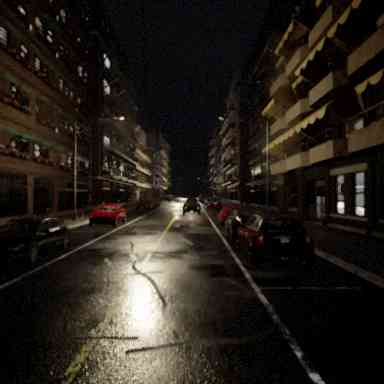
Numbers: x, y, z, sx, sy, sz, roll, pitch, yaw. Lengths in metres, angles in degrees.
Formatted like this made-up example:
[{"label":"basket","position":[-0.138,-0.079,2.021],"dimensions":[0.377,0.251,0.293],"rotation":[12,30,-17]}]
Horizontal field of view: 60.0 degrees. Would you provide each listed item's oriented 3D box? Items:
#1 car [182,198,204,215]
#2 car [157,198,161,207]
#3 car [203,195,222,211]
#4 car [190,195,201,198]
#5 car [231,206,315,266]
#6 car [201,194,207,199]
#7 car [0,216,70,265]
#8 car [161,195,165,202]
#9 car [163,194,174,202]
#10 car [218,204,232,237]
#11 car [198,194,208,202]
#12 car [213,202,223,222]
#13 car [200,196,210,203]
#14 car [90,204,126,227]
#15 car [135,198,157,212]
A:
[{"label":"car","position":[-0.012,1.612,34.502],"dimensions":[1.895,1.301,4.718],"rotation":[0,0,0]},{"label":"car","position":[-5.700,1.540,45.419],"dimensions":[1.752,1.417,4.829],"rotation":[1,0,0]},{"label":"car","position":[2.684,1.454,39.892],"dimensions":[1.967,1.590,4.097],"rotation":[1,0,0]},{"label":"car","position":[0.012,1.523,47.331],"dimensions":[1.837,1.490,4.892],"rotation":[0,1,1]},{"label":"car","position":[2.698,1.443,11.583],"dimensions":[1.967,1.590,4.097],"rotation":[1,0,0]},{"label":"car","position":[2.681,1.456,45.553],"dimensions":[1.967,1.590,4.097],"rotation":[1,0,0]},{"label":"car","position":[-5.685,1.553,11.619],"dimensions":[2.008,1.369,4.403],"rotation":[1,0,0]},{"label":"car","position":[-5.704,1.543,51.081],"dimensions":[1.752,1.417,4.829],"rotation":[1,0,0]},{"label":"car","position":[-5.712,1.347,73.898],"dimensions":[2.192,1.841,5.009],"rotation":[1,0,0]},{"label":"car","position":[2.693,1.556,17.244],"dimensions":[2.008,1.369,4.403],"rotation":[1,0,0]},{"label":"car","position":[2.665,1.352,79.523],"dimensions":[2.192,1.841,5.009],"rotation":[1,0,0]},{"label":"car","position":[2.690,1.589,22.906],"dimensions":[1.802,1.307,4.206],"rotation":[1,0,0]},{"label":"car","position":[2.667,1.610,68.200],"dimensions":[1.802,1.307,4.206],"rotation":[1,0,0]},{"label":"car","position":[-5.690,1.551,22.943],"dimensions":[1.887,1.381,4.507],"rotation":[1,0,0]},{"label":"car","position":[-5.698,1.557,39.929],"dimensions":[1.887,1.381,4.507],"rotation":[1,0,0]}]
